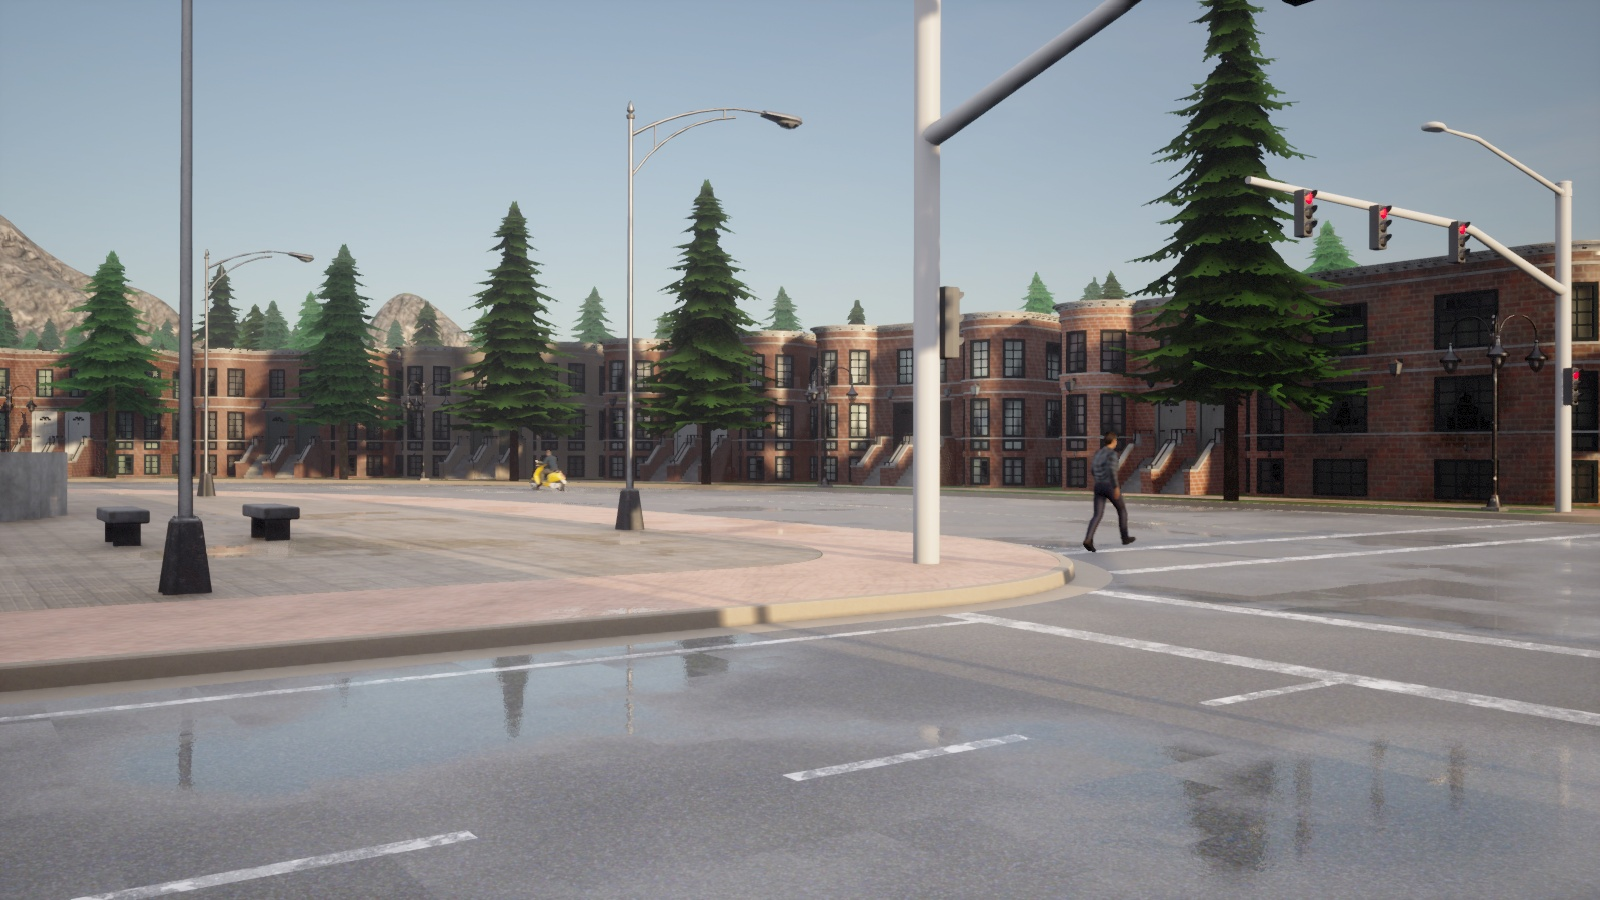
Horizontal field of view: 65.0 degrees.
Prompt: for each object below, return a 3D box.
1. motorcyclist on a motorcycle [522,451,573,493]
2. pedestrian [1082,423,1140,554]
[{"bbox_3d":[-9.724,0.837,48.298,1.817,1.590,0.866,0,0,33],"label":"motorcyclist on a motorcycle"},{"bbox_3d":[4.714,0.570,19.045,0.788,1.949,0.423,0,0,-33],"label":"pedestrian"}]
